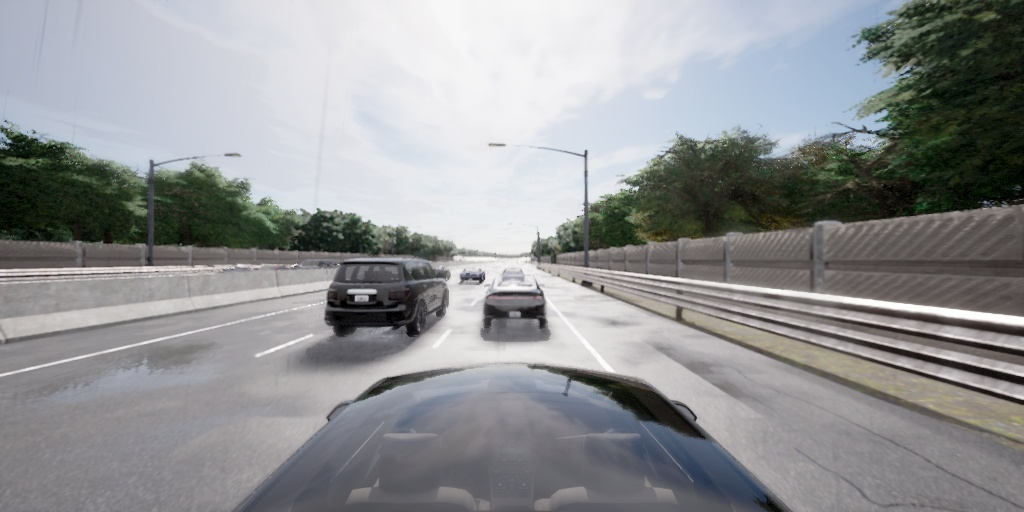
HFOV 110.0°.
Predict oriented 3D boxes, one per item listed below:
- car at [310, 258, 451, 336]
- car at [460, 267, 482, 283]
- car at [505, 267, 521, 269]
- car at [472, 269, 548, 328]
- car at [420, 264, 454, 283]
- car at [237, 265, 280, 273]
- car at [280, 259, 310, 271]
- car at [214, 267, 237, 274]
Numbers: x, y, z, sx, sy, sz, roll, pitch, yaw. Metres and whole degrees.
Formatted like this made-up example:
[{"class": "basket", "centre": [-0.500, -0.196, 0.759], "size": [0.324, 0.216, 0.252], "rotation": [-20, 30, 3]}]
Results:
[{"class": "car", "centre": [-3.417, 1.073, 10.872], "size": [2.150, 2.045, 5.566], "rotation": [0, 0, 0]}, {"class": "car", "centre": [-3.402, 1.670, 31.885], "size": [1.895, 1.301, 4.718], "rotation": [0, -1, 0]}, {"class": "car", "centre": [0.099, 1.671, 31.967], "size": [1.895, 1.301, 4.718], "rotation": [0, -1, 0]}, {"class": "car", "centre": [0.089, 1.351, 11.890], "size": [2.128, 1.511, 4.902], "rotation": [0, -1, 0]}, {"class": "car", "centre": [-6.902, 1.576, 33.373], "size": [2.128, 1.511, 4.902], "rotation": [0, -1, 0]}, {"class": "car", "centre": [-21.096, 1.544, 31.501], "size": [1.882, 1.535, 5.008], "rotation": [0, -1, 0]}, {"class": "car", "centre": [-17.596, 1.291, 31.934], "size": [2.150, 2.045, 5.566], "rotation": [0, 0, 0]}, {"class": "car", "centre": [-24.594, 1.637, 32.154], "size": [1.994, 1.385, 4.181], "rotation": [0, -1, 0]}]
